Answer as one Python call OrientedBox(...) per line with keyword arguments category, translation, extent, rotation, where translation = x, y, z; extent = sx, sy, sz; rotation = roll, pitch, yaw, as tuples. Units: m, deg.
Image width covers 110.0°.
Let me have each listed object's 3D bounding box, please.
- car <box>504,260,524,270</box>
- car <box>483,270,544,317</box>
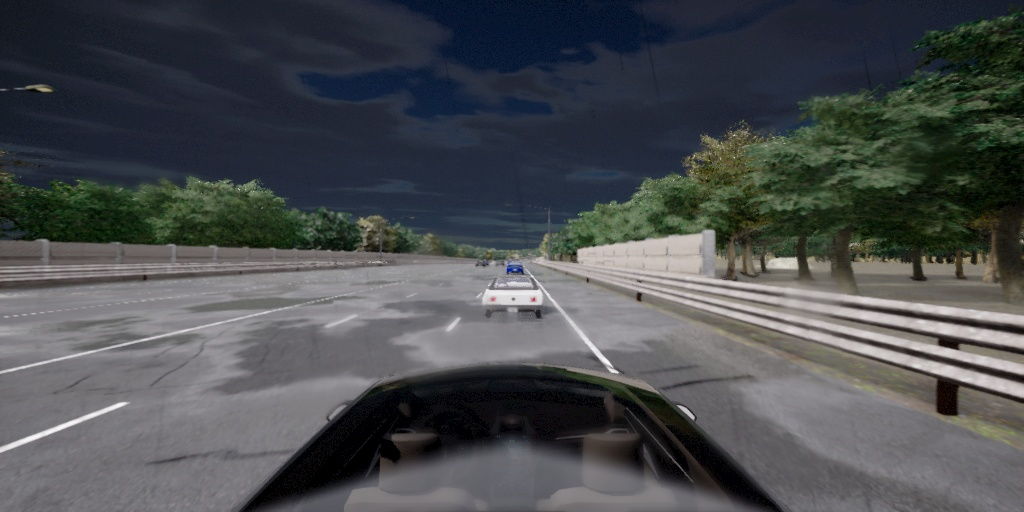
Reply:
OrientedBox(category="car", translation=(0.344, 1.339, 40.650), extent=(1.882, 1.535, 5.008), rotation=(0, -1, 1))
OrientedBox(category="car", translation=(0.064, 1.358, 13.131), extent=(1.895, 1.301, 4.718), rotation=(0, 0, 1))
